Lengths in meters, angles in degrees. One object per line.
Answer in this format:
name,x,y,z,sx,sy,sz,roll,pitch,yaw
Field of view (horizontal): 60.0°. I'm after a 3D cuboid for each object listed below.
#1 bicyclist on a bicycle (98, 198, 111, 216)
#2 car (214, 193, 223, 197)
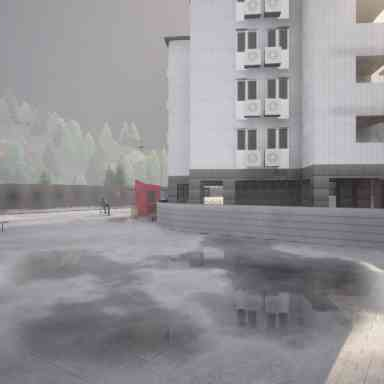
bicyclist on a bicycle,-7.837,1.349,29.750,1.656,1.620,0.582,0,0,36
car,5.624,1.222,55.814,2.150,2.045,5.566,0,0,36
